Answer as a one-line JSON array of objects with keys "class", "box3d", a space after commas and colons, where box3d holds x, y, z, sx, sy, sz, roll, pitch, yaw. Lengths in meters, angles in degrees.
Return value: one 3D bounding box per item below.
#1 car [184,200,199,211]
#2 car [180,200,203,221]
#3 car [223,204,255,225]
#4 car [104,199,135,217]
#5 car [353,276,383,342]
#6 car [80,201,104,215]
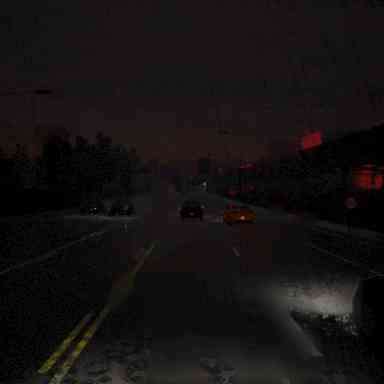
[{"class": "car", "box3d": [-0.084, 1.756, 44.508, 1.994, 1.385, 4.181, 0, 0, 0]}, {"class": "car", "box3d": [-0.017, 1.658, 29.239, 1.882, 1.535, 5.008, 0, -1, 0]}, {"class": "car", "box3d": [3.498, 1.635, 25.424, 1.882, 1.535, 5.008, 0, 0, 0]}, {"class": "car", "box3d": [-7.235, 1.557, 34.376, 2.097, 1.767, 4.553, 0, 0, 0]}, {"class": "car", "box3d": [3.563, 1.545, 3.567, 1.812, 1.442, 4.674, 0, 0, 0]}, {"class": "car", "box3d": [-10.742, 1.722, 36.344, 1.837, 1.490, 4.892, 0, -1, 0]}]
